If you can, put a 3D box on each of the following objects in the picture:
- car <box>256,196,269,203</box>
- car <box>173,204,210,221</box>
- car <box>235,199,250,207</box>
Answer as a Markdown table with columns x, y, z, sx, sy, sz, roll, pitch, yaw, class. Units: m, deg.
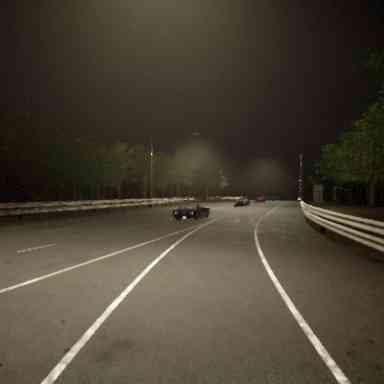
| x | y | z | sx | sy | sz | roll | pitch | yaw | class |
| --- | --- | --- | --- | --- | --- | --- | --- | --- | --- |
| 16.847 | 1.738 | 80.887 | 2.097 | 1.767 | 4.553 | 0 | -1 | 18 | car |
| 0.082 | 1.632 | 27.359 | 1.895 | 1.301 | 4.718 | 0 | 0 | 17 | car |
| 8.105 | 1.723 | 53.122 | 1.895 | 1.301 | 4.718 | 0 | 0 | 17 | car |
